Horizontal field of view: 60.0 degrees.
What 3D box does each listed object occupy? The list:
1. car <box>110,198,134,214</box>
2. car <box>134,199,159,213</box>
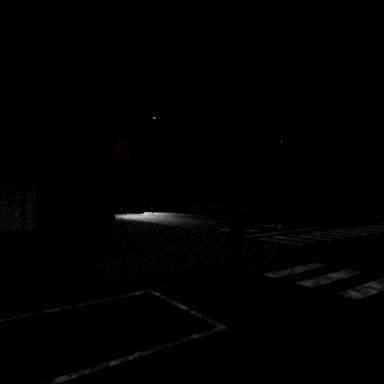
[{"bbox_3d":[-8.142,1.384,33.687,2.128,1.511,4.902,0,0,-36],"label":"car"},{"bbox_3d":[-5.216,1.438,35.185,1.994,1.385,4.181,0,0,-36],"label":"car"}]
